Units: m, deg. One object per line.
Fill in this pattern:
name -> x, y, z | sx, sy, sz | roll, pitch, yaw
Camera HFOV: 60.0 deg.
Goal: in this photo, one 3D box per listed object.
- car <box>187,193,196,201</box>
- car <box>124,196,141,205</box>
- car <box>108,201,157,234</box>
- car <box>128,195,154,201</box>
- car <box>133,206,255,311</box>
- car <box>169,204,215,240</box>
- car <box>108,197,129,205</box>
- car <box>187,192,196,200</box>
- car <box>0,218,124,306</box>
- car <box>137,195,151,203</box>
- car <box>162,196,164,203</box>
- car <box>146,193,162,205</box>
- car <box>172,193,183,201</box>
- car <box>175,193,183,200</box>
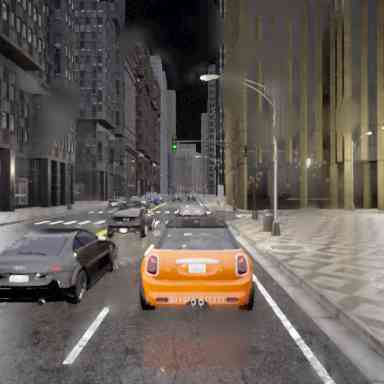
car -> -0.105, 1.337, 74.293 | 1.812, 1.442, 4.674 | 0, 0, 0
car -> -9.916, 1.391, 55.735 | 1.837, 1.490, 4.892 | 0, 0, 0
car -> -3.174, 1.492, 17.755 | 1.837, 1.490, 4.892 | 0, 1, 0
car -> -6.662, 1.474, 44.143 | 2.033, 1.411, 5.357 | 0, 0, 0
car -> 0.093, 1.348, 7.910 | 2.097, 1.767, 4.553 | 0, 0, 0
car -> 0.022, 1.478, 18.004 | 2.128, 1.511, 4.902 | 0, 0, 1
car -> -9.918, 1.417, 44.446 | 2.128, 1.511, 4.902 | 0, 0, -1
car -> -0.119, 0.972, 84.267 | 2.097, 1.767, 4.553 | 0, 0, 0
car -> -3.165, 1.560, 8.114 | 1.994, 1.385, 4.181 | 0, 0, 0
car -> -9.848, 1.388, 68.554 | 2.033, 1.411, 5.357 | 0, 0, 0
car -> -6.637, 1.206, 64.805 | 2.097, 1.767, 4.553 | 0, 0, 0
car -> -6.685, 1.113, 54.678 | 2.150, 2.045, 5.566 | 0, 0, 0
car -> -3.355, 1.168, 74.258 | 2.097, 1.767, 4.553 | 0, 0, 0
car -> -3.369, 1.117, 84.293 | 1.837, 1.490, 4.892 | 0, 0, 0
